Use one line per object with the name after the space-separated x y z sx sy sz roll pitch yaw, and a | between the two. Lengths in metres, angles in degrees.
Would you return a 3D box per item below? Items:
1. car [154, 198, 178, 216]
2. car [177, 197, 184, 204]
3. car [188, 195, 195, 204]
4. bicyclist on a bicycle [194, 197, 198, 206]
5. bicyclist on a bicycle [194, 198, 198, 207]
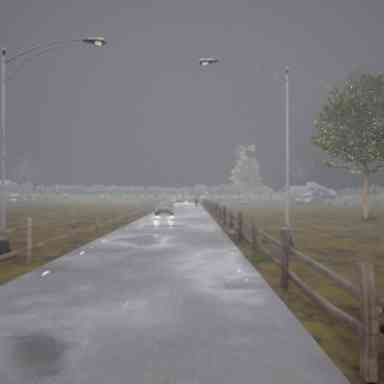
-2.839 1.670 35.116 1.837 1.490 4.892 0 0 0 | car
-2.745 1.897 75.830 2.033 1.411 5.357 0 -1 0 | car
0.006 2.090 81.531 1.837 1.490 4.892 0 -1 0 | car
0.761 1.730 61.520 0.659 1.776 1.843 0 0 0 | bicyclist on a bicycle
0.761 1.730 52.376 0.582 1.620 1.656 0 -1 0 | bicyclist on a bicycle
